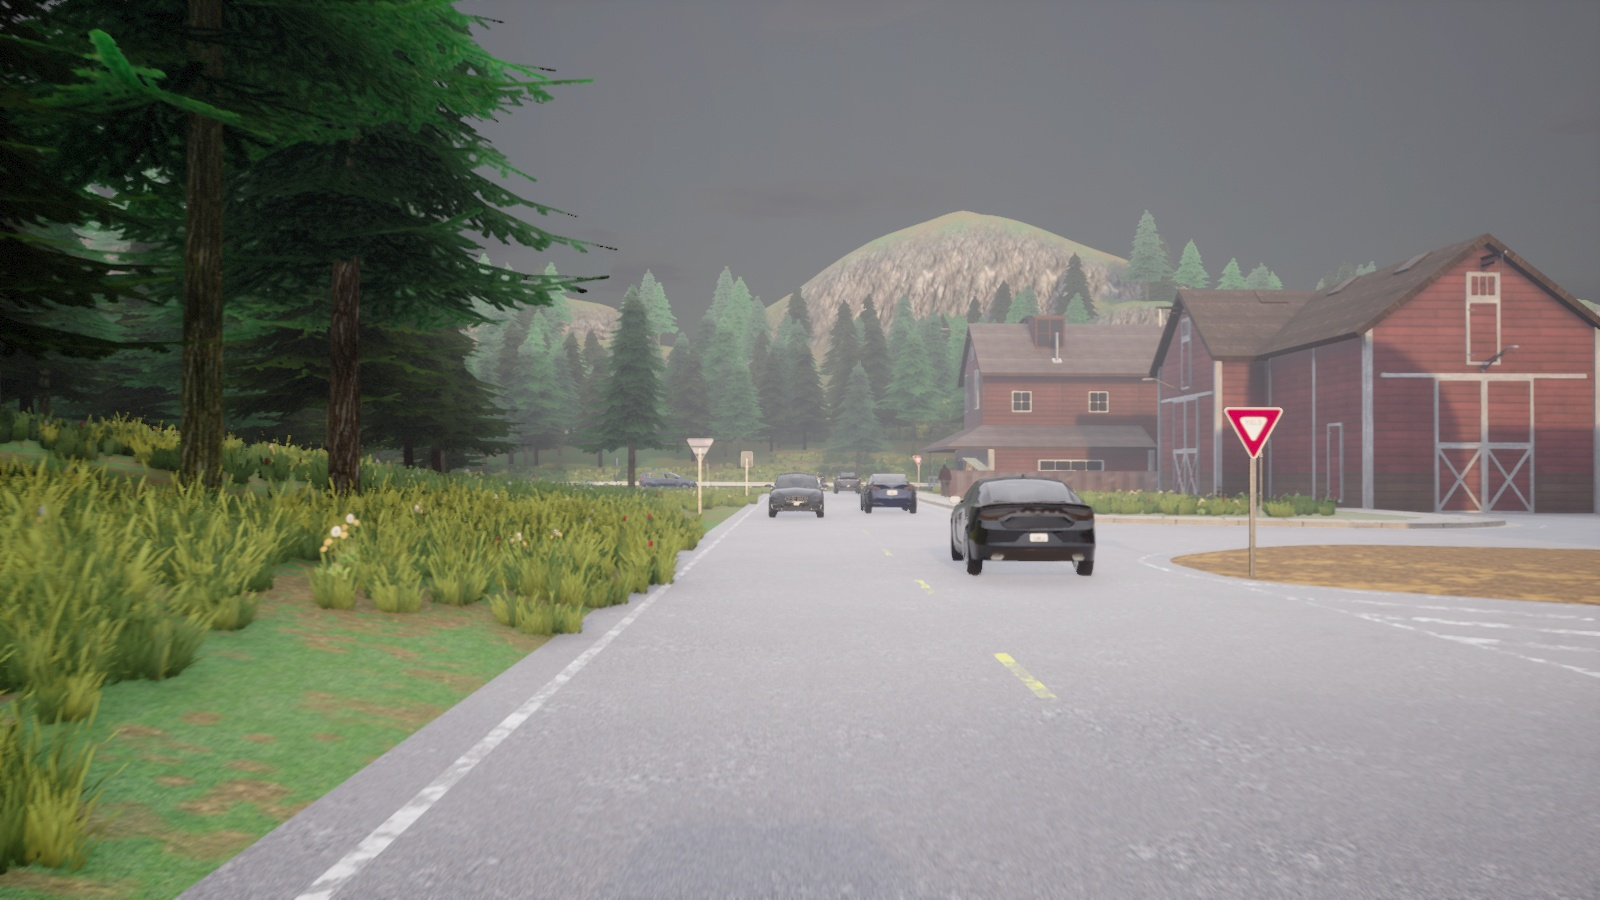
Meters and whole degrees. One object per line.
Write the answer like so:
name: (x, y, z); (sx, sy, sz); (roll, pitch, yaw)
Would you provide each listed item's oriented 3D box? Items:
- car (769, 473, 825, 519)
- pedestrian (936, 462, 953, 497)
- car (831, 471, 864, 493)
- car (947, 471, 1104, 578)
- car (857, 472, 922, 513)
car: (-0.105, 1.552, 43.730); (1.837, 1.490, 4.892); (0, -1, 0)
pedestrian: (7.786, 1.569, 67.501); (0.634, 1.844, 0.899); (0, -1, -13)
car: (3.288, 2.223, 87.538); (2.128, 1.511, 4.902); (0, -1, 0)
car: (3.549, 1.124, 20.658); (1.882, 1.535, 5.008); (0, -1, 2)
car: (3.383, 1.613, 48.509); (2.163, 1.488, 4.792); (0, -1, 0)
